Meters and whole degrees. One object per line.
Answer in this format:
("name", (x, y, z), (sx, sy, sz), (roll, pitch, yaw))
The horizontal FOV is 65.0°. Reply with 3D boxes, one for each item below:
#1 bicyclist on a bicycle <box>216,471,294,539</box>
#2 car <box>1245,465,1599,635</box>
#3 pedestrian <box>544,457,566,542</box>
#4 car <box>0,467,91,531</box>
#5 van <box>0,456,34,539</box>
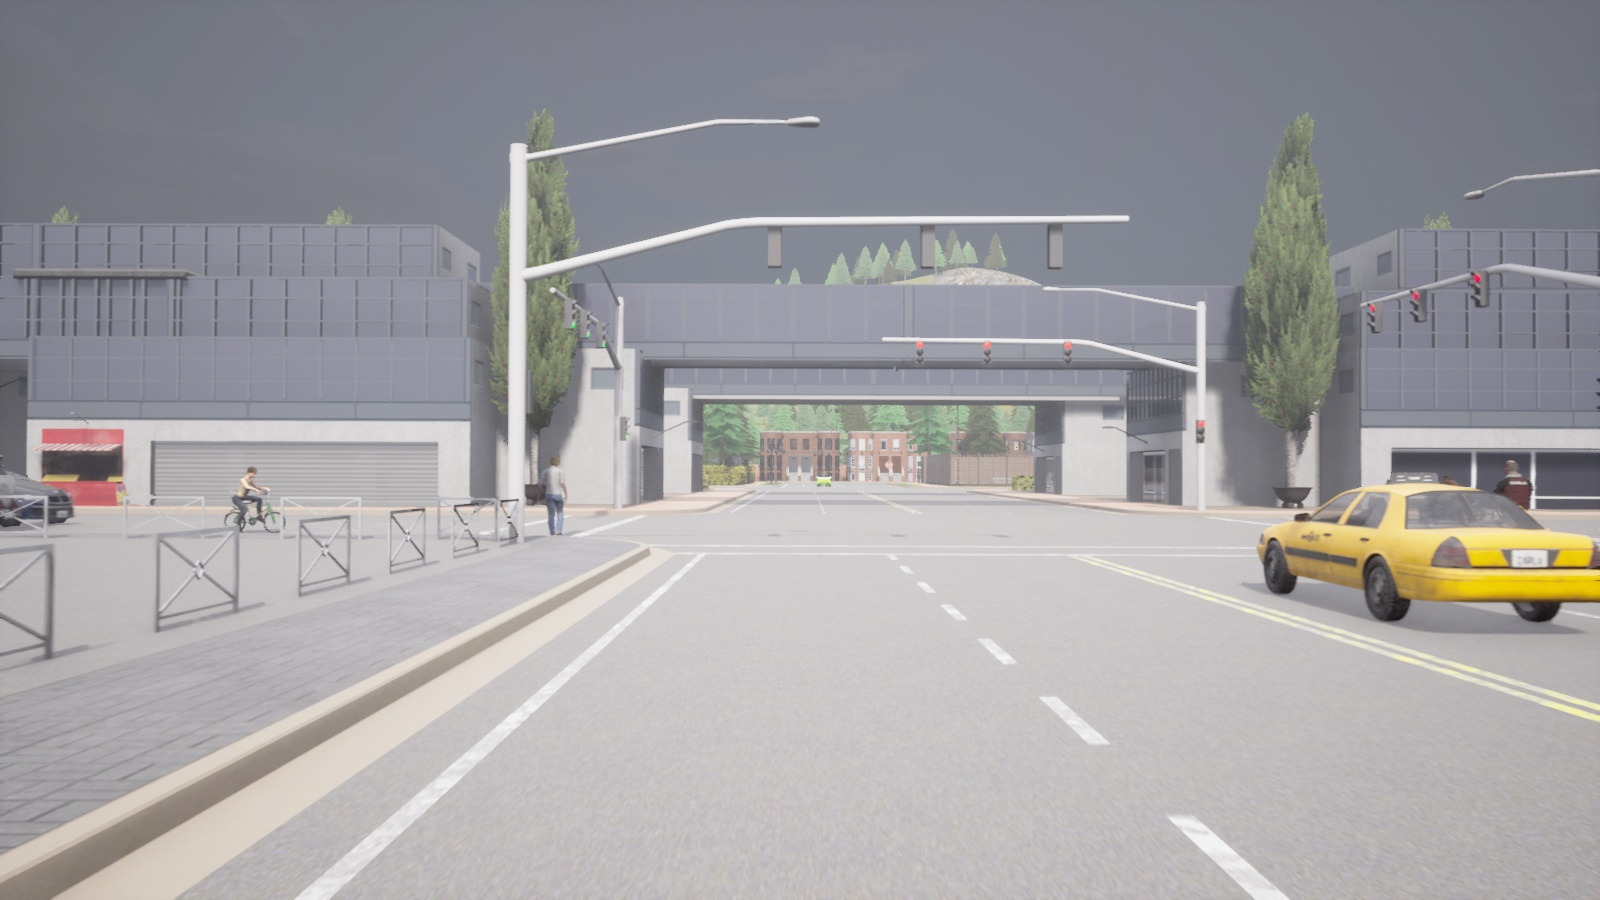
("bicyclist on a bicycle", (-13.147, 1.312, 30.333), (1.509, 1.612, 0.866), (0, -1, 1))
("car", (6.965, 0.969, 14.404), (1.801, 1.575, 5.366), (0, -1, 0))
("pedestrian", (-5.346, 1.066, 27.432), (0.354, 1.836, 0.706), (0, -1, 0))
("car", (-22.136, 1.317, 34.018), (4.611, 1.667, 2.242), (0, -1, 2))
("van", (-21.359, 1.163, 30.499), (4.442, 1.987, 1.775), (0, -1, 1))
